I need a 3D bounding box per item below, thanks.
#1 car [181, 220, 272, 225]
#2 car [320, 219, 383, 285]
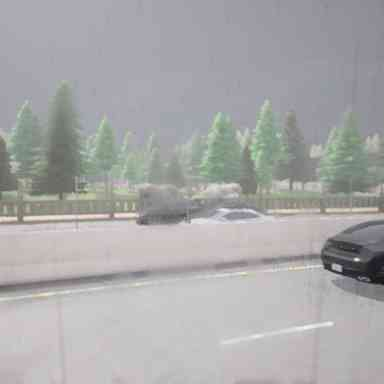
[{"bbox_3d":[1.534,1.436,14.481,4.674,1.442,1.812,0,0,-18],"label":"car"},{"bbox_3d":[5.568,1.430,8.241,4.892,1.490,1.837,-1,0,-17],"label":"car"}]
